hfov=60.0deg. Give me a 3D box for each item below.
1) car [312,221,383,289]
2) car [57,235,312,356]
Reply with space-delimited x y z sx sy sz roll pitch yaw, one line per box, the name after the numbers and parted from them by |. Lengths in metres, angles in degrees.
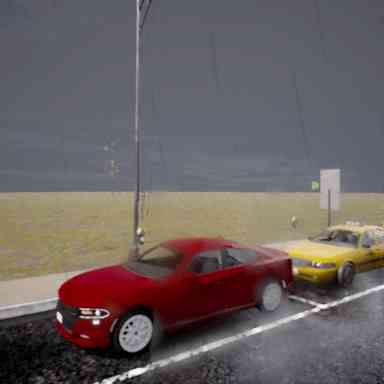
4.316 1.512 9.165 4.829 1.417 1.752 0 1 -35 | car
-0.053 1.540 6.049 4.507 1.381 1.887 0 1 -35 | car
